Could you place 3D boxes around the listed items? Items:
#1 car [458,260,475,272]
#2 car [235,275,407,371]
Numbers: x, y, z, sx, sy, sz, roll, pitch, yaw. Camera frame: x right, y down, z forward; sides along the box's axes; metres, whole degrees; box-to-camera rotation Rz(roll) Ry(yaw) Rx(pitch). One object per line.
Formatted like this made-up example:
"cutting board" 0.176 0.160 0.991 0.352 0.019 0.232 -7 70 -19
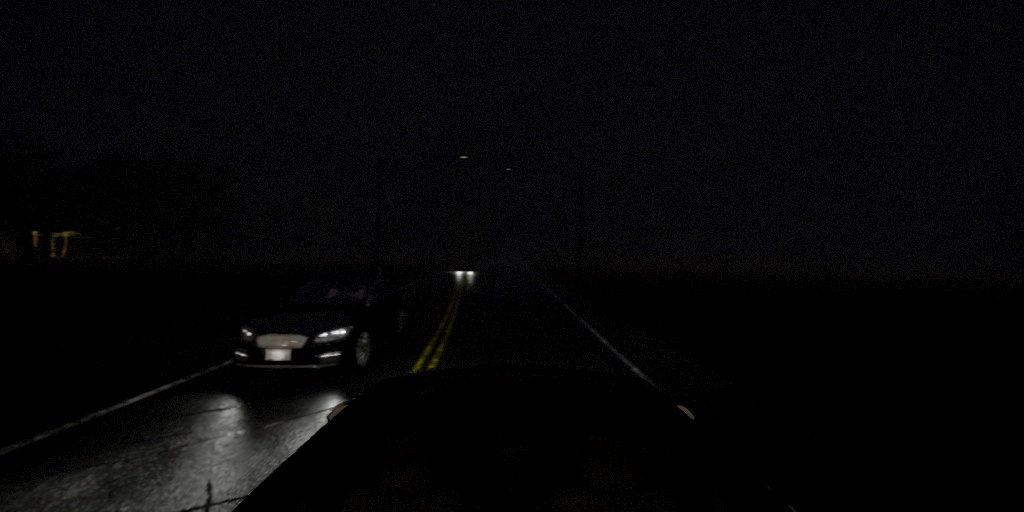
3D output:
"car" -6.176 1.306 49.046 1.837 1.490 4.892 2 0 1
"car" -3.575 1.193 7.660 2.128 1.511 4.902 2 -1 -4
